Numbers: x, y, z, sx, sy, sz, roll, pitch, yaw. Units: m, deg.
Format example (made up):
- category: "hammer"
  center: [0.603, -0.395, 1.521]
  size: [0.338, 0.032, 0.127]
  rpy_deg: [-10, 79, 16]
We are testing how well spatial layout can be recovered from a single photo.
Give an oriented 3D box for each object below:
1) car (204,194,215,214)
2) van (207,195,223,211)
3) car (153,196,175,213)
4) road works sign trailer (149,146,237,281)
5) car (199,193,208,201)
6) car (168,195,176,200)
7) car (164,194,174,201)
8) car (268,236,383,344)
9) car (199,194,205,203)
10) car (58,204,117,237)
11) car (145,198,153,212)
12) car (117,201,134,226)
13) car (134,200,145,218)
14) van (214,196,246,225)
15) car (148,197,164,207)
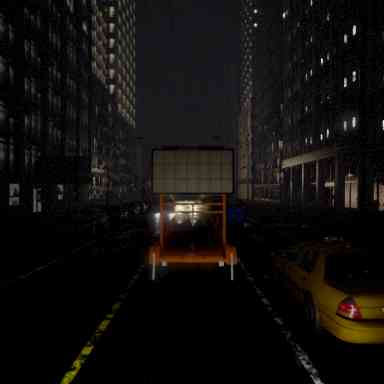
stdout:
- category: "car"
  center: [2.755, 1.307, 34.834]
  size: [2.192, 1.841, 5.009]
  rpy_deg: [-1, 0, 0]
- category: "van"
  center: [2.768, 1.332, 40.518]
  size: [1.690, 1.788, 3.998]
  rpy_deg: [-1, 0, 0]
- category: "car"
  center: [-2.919, 1.496, 37.596]
  size: [1.837, 1.490, 4.892]
  rpy_deg: [0, 0, 0]
- category: "road works sign trailer"
  center: [0.025, 0.462, 9.825]
  size: [2.380, 3.560, 2.880]
  rpy_deg: [0, 0, 0]
- category: "car"
  center: [2.865, 1.293, 85.987]
  size: [2.192, 1.841, 5.009]
  rpy_deg: [-1, 0, 0]
- category: "car"
  center: [-5.501, 1.501, 91.519]
  size: [1.752, 1.417, 4.829]
  rpy_deg: [-1, 0, 0]
- category: "car"
  center: [-5.526, 1.419, 80.321]
  size: [1.967, 1.590, 4.097]
  rpy_deg: [-1, 0, 0]
- category: "car"
  center: [2.697, 1.524, 6.586]
  size: [1.752, 1.417, 4.829]
  rpy_deg: [-1, 0, 0]
- category: "car"
  center: [2.819, 1.535, 63.252]
  size: [2.008, 1.369, 4.403]
  rpy_deg: [-1, 0, 0]
- category: "car"
  center: [-5.660, 1.547, 17.801]
  size: [2.008, 1.369, 4.403]
  rpy_deg: [-1, 0, 0]
- category: "car"
  center: [-5.624, 1.543, 34.852]
  size: [2.008, 1.369, 4.403]
  rpy_deg: [-1, 0, 0]
- category: "car"
  center: [-5.647, 1.560, 23.485]
  size: [1.947, 1.339, 4.313]
  rpy_deg: [-1, 0, 0]
- category: "car"
  center: [-5.635, 1.538, 29.168]
  size: [1.887, 1.381, 4.507]
  rpy_deg: [-1, 0, 0]
- category: "van"
  center: [2.731, 1.335, 23.467]
  size: [1.690, 1.788, 3.998]
  rpy_deg: [-1, 0, 0]
- category: "car"
  center: [-5.586, 1.538, 51.903]
  size: [2.008, 1.369, 4.403]
  rpy_deg: [-1, 0, 0]
